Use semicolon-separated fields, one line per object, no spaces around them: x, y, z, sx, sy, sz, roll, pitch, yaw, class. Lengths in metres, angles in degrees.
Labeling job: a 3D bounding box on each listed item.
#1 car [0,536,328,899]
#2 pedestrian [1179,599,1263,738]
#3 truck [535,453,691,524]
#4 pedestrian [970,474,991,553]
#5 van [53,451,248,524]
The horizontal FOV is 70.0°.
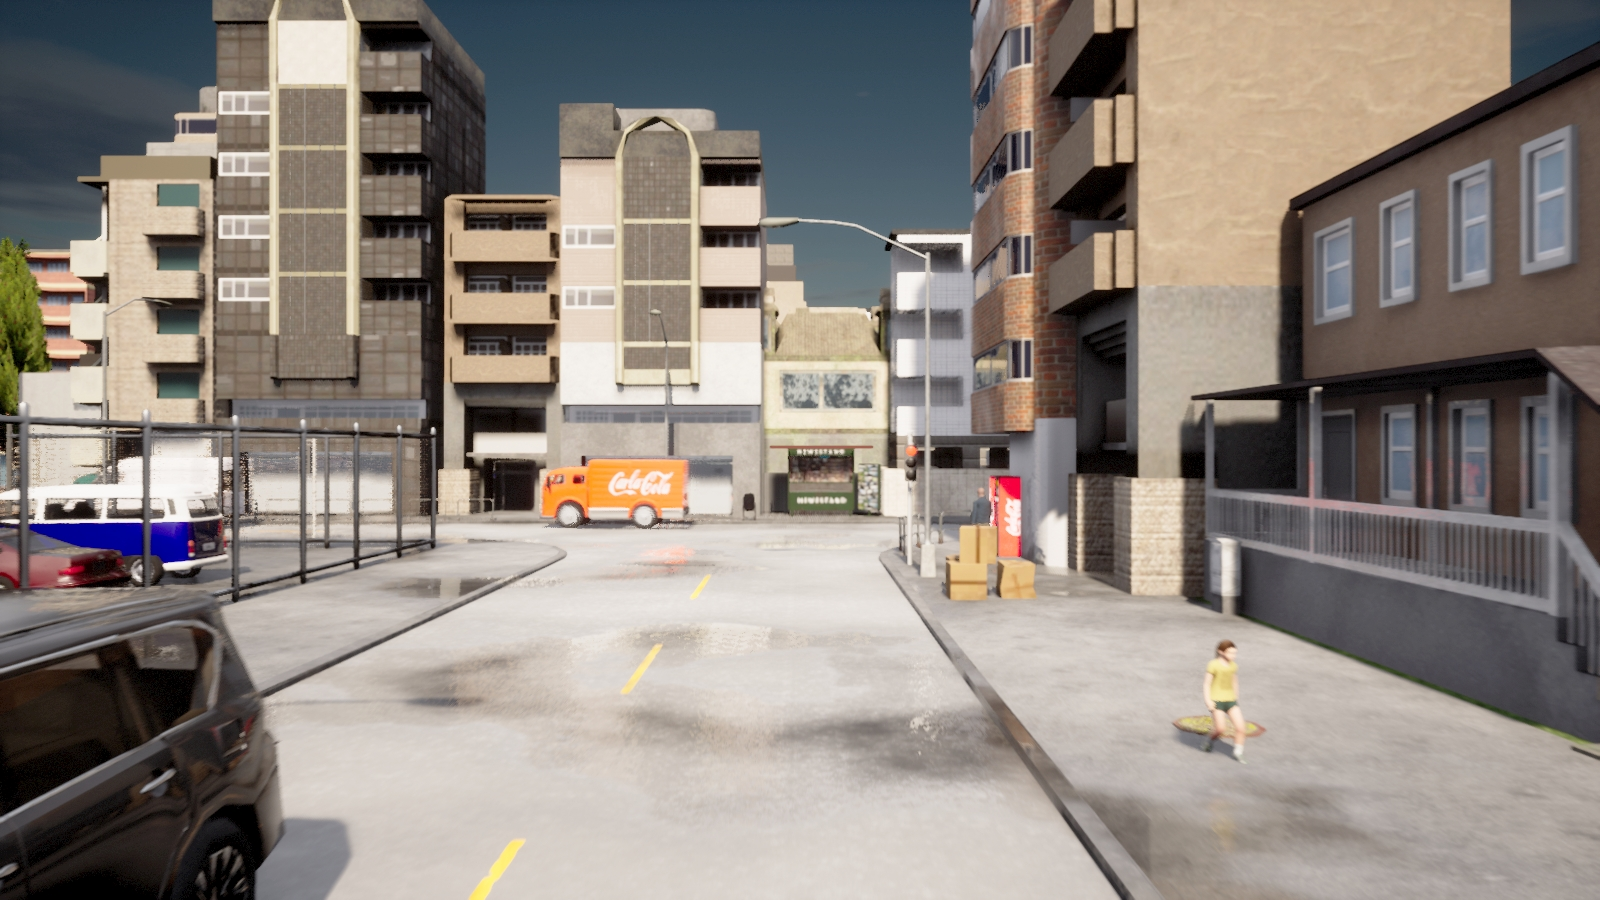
-4.009;1.559;4.341;2.150;2.045;5.566;0;0;0;car
3.699;1.905;10.057;0.500;1.100;0.500;0;0;-15;pedestrian
-6.669;1.348;41.345;5.204;2.467;2.627;0;0;0;truck
4.327;1.516;27.450;0.375;1.860;0.375;0;0;-15;pedestrian
-23.419;1.314;41.321;5.915;2.561;1.988;0;0;0;van
